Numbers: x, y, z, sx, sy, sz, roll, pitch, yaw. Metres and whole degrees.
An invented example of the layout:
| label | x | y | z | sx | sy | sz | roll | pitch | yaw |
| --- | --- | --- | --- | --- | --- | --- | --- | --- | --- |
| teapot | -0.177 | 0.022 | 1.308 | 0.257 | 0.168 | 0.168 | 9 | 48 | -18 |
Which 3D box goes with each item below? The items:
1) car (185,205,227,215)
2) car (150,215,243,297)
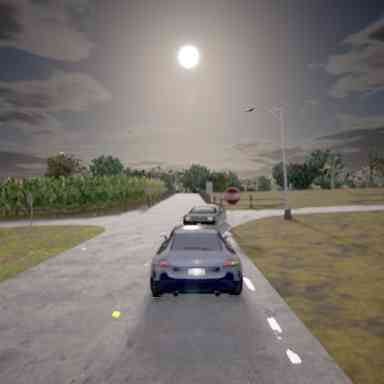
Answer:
| label | x | y | z | sx | sy | sz | roll | pitch | yaw |
| --- | --- | --- | --- | --- | --- | --- | --- | --- | --- |
| car | 0.961 | 1.439 | 20.256 | 1.895 | 1.301 | 4.718 | 0 | 1 | 14 |
| car | 0.097 | 1.524 | 8.535 | 1.994 | 1.385 | 4.181 | 0 | 0 | 0 |
